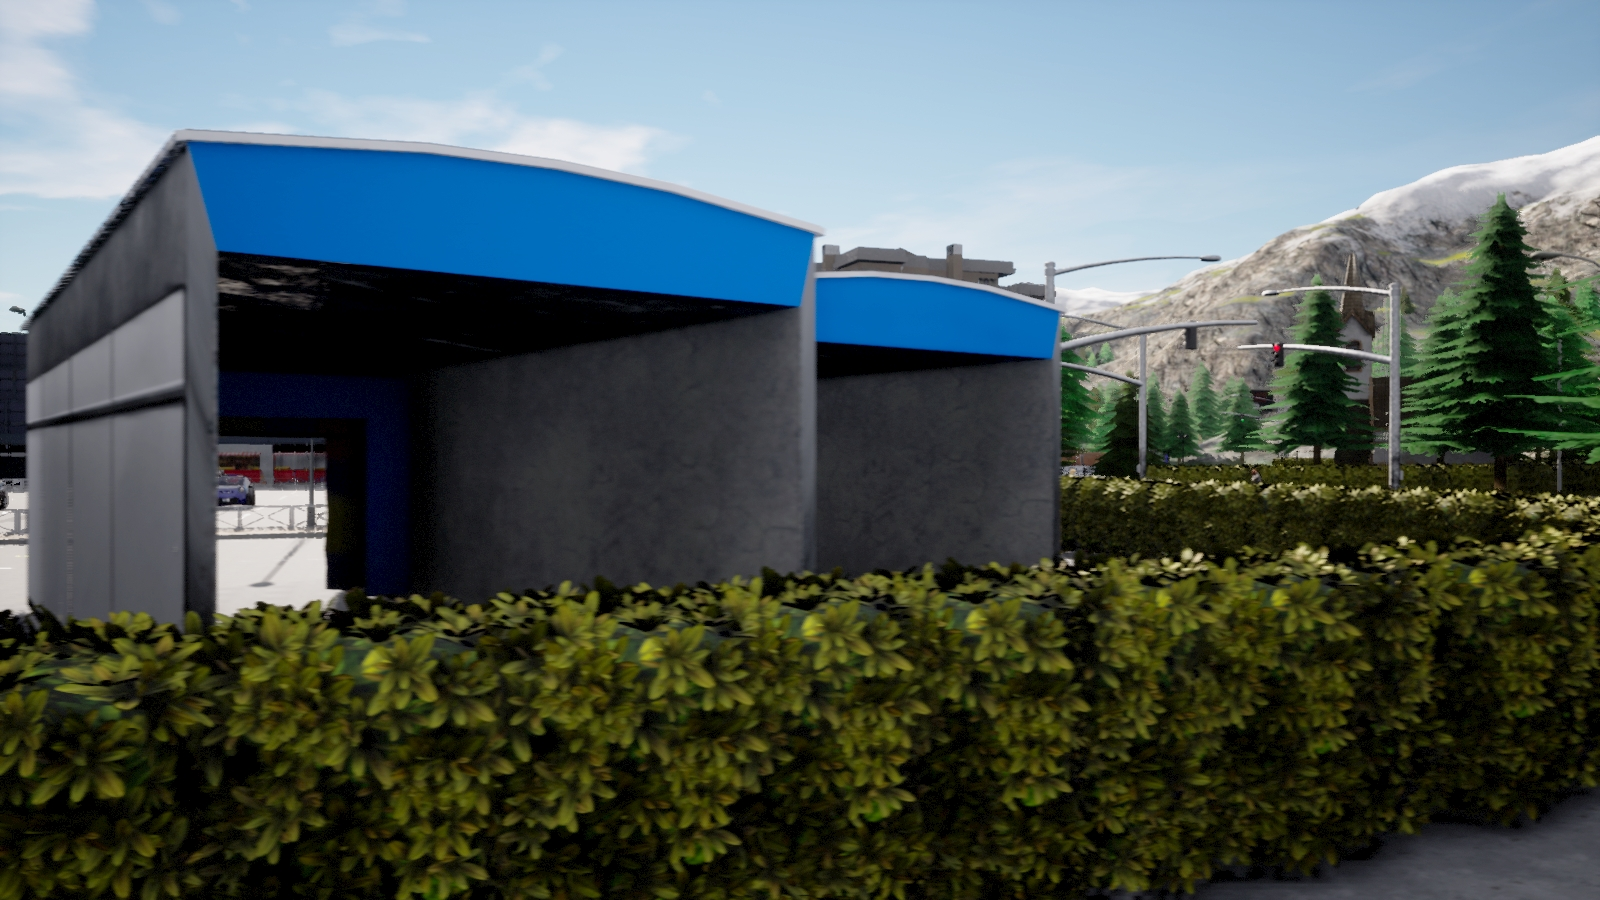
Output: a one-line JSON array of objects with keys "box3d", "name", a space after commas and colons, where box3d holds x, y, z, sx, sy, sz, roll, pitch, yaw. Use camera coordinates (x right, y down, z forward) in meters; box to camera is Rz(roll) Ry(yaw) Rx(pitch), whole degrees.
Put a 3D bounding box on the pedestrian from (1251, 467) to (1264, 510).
[{"box3d": [20.246, 1.701, 50.574, 0.375, 1.860, 0.375, 0, 0, -13], "name": "pedestrian"}]
